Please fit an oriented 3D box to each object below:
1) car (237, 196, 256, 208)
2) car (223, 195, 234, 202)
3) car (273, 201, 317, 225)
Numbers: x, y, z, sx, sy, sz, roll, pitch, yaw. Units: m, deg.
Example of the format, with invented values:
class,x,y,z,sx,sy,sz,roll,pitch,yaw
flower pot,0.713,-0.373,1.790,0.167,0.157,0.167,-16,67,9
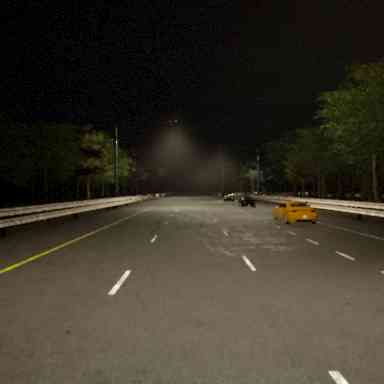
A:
class,x,y,z,sx,sy,sz,roll,pitch,yaw
car,7.007,1.316,43.164,1.837,1.490,4.892,0,0,0
car,7.189,1.243,65.758,1.895,1.301,4.718,0,0,3
car,7.003,1.370,23.101,1.882,1.535,5.008,0,0,0
